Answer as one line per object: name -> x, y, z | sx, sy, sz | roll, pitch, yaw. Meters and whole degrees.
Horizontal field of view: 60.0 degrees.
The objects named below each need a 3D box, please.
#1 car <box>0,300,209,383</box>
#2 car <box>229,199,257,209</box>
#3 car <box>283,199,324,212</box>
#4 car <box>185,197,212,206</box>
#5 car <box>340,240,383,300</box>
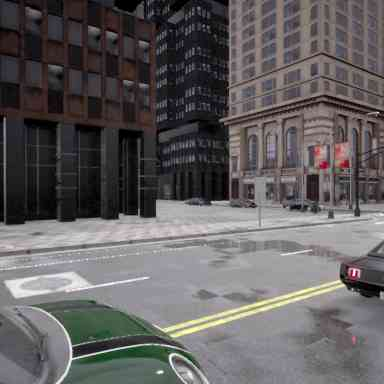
car -> -1.997, 1.352, 2.014 | 4.553, 1.767, 2.097 | 0, 0, -35
car -> 7.050, 1.601, 46.215 | 1.994, 1.385, 4.181 | 0, 0, -36
car -> 12.717, 1.517, 38.213 | 2.128, 1.511, 4.902 | 0, 0, -35
car -> 0.986, 1.597, 54.809 | 2.033, 1.411, 5.357 | 0, 0, -36
car -> 5.347, 1.601, 7.255 | 4.718, 1.301, 1.895 | 0, 0, -35
